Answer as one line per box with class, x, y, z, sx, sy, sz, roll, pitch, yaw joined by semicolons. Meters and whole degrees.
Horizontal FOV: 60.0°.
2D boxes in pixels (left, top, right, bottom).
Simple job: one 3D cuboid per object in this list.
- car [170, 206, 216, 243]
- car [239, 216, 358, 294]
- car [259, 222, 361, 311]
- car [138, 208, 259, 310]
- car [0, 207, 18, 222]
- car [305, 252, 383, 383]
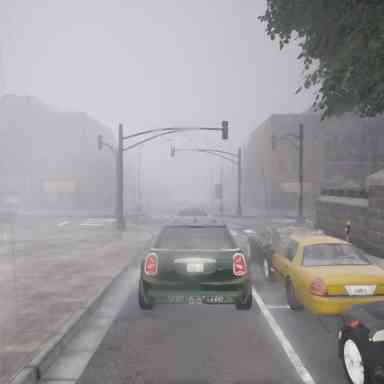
car;0.035;1.555;17.412;2.033;1.411;5.357;0;0;0
car;2.664;1.548;9.571;2.008;1.369;4.403;-1;0;0
car;2.685;1.523;7.597;1.752;1.417;4.829;-1;0;0
car;0.076;1.350;7.978;2.097;1.767;4.553;0;0;0
car;-14.727;1.426;23.071;4.892;1.490;1.837;1;1;0
car;2.625;1.550;2.435;2.008;1.369;4.403;-1;0;0
